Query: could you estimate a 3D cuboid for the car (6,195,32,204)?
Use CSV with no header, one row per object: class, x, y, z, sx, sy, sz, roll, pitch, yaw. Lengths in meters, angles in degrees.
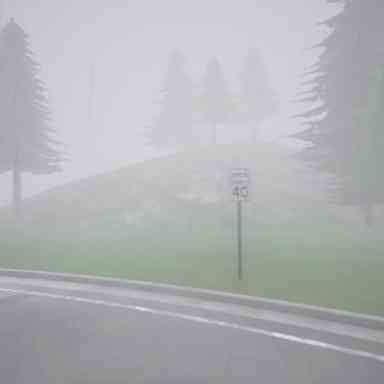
car,-30.579,1.255,58.827,2.097,1.767,4.553,-1,0,12
